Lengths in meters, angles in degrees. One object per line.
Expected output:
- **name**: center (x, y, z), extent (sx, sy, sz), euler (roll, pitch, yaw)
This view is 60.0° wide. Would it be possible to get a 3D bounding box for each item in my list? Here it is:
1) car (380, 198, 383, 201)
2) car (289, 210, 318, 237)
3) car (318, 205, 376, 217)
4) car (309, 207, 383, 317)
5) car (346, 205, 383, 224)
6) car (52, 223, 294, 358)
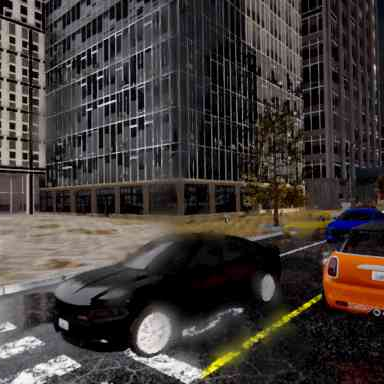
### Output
- **car**: center (42.986, 1.659, 77.770), extent (4.507, 1.381, 1.887), euler (-1, -2, 40)
- **car**: center (6.532, 1.673, 17.997), extent (1.752, 1.417, 4.829), euler (-1, -1, 41)
- **car**: center (7.917, 1.557, 15.658), extent (1.882, 1.535, 5.008), euler (-2, -2, 41)
- **car**: center (4.411, 1.357, 6.877), extent (2.097, 1.767, 4.553), euler (-2, -1, 41)
- **car**: center (13.923, 1.720, 26.531), extent (1.802, 1.307, 4.206), euler (-1, -1, 41)
- **car**: center (-0.103, 1.570, 6.486), extent (1.882, 1.535, 5.008), euler (-2, -1, 43)
